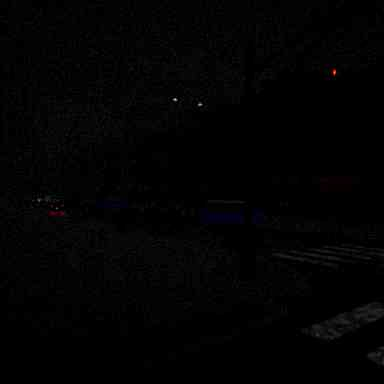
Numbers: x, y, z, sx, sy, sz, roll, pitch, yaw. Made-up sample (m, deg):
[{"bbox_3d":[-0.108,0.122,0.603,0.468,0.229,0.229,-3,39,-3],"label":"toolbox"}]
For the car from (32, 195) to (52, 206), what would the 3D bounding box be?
[{"bbox_3d":[-26.722,1.497,59.145,2.192,1.841,5.009,0,0,-36],"label":"car"}]

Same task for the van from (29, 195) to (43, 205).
[{"bbox_3d":[-29.921,1.540,63.588,1.690,1.788,3.998,0,0,-36],"label":"van"}]

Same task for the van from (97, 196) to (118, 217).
[{"bbox_3d":[-7.529,1.416,32.482,1.690,1.788,3.998,0,0,-36],"label":"van"}]

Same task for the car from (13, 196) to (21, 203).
[{"bbox_3d":[-39.518,1.692,76.920,1.967,1.590,4.097,0,0,-36],"label":"car"}]

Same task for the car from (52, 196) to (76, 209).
[{"bbox_3d":[-17.126,1.443,45.813,2.192,1.841,5.009,0,0,-36],"label":"car"}]

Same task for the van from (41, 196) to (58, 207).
[{"bbox_3d":[-23.523,1.505,54.701,1.690,1.788,3.998,0,0,-36],"label":"van"}]

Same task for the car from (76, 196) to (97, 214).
[{"bbox_3d":[-10.728,1.408,36.923,2.192,1.841,5.009,0,0,-36],"label":"car"}]

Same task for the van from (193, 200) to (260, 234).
[{"bbox_3d":[2.068,1.368,19.151,1.690,1.788,3.998,0,0,-36],"label":"van"}]

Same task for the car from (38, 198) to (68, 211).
[{"bbox_3d":[-17.644,1.719,42.109,1.895,1.301,4.718,0,0,-35],"label":"car"}]

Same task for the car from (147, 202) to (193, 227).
[{"bbox_3d":[-1.130,1.483,23.595,1.967,1.590,4.097,0,0,-36],"label":"car"}]

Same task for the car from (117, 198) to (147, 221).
[{"bbox_3d":[-4.329,1.499,28.038,1.967,1.590,4.097,0,0,-36],"label":"car"}]

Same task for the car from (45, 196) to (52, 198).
[{"bbox_3d":[-20.324,1.697,50.257,2.008,1.369,4.403,0,0,-36],"label":"car"}]

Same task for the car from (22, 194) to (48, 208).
[{"bbox_3d":[-23.725,1.374,50.472,2.150,2.045,5.566,0,0,-36],"label":"car"}]

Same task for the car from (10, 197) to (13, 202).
[{"bbox_3d":[-42.816,1.796,81.502,1.752,1.417,4.829,0,0,-36],"label":"car"}]
